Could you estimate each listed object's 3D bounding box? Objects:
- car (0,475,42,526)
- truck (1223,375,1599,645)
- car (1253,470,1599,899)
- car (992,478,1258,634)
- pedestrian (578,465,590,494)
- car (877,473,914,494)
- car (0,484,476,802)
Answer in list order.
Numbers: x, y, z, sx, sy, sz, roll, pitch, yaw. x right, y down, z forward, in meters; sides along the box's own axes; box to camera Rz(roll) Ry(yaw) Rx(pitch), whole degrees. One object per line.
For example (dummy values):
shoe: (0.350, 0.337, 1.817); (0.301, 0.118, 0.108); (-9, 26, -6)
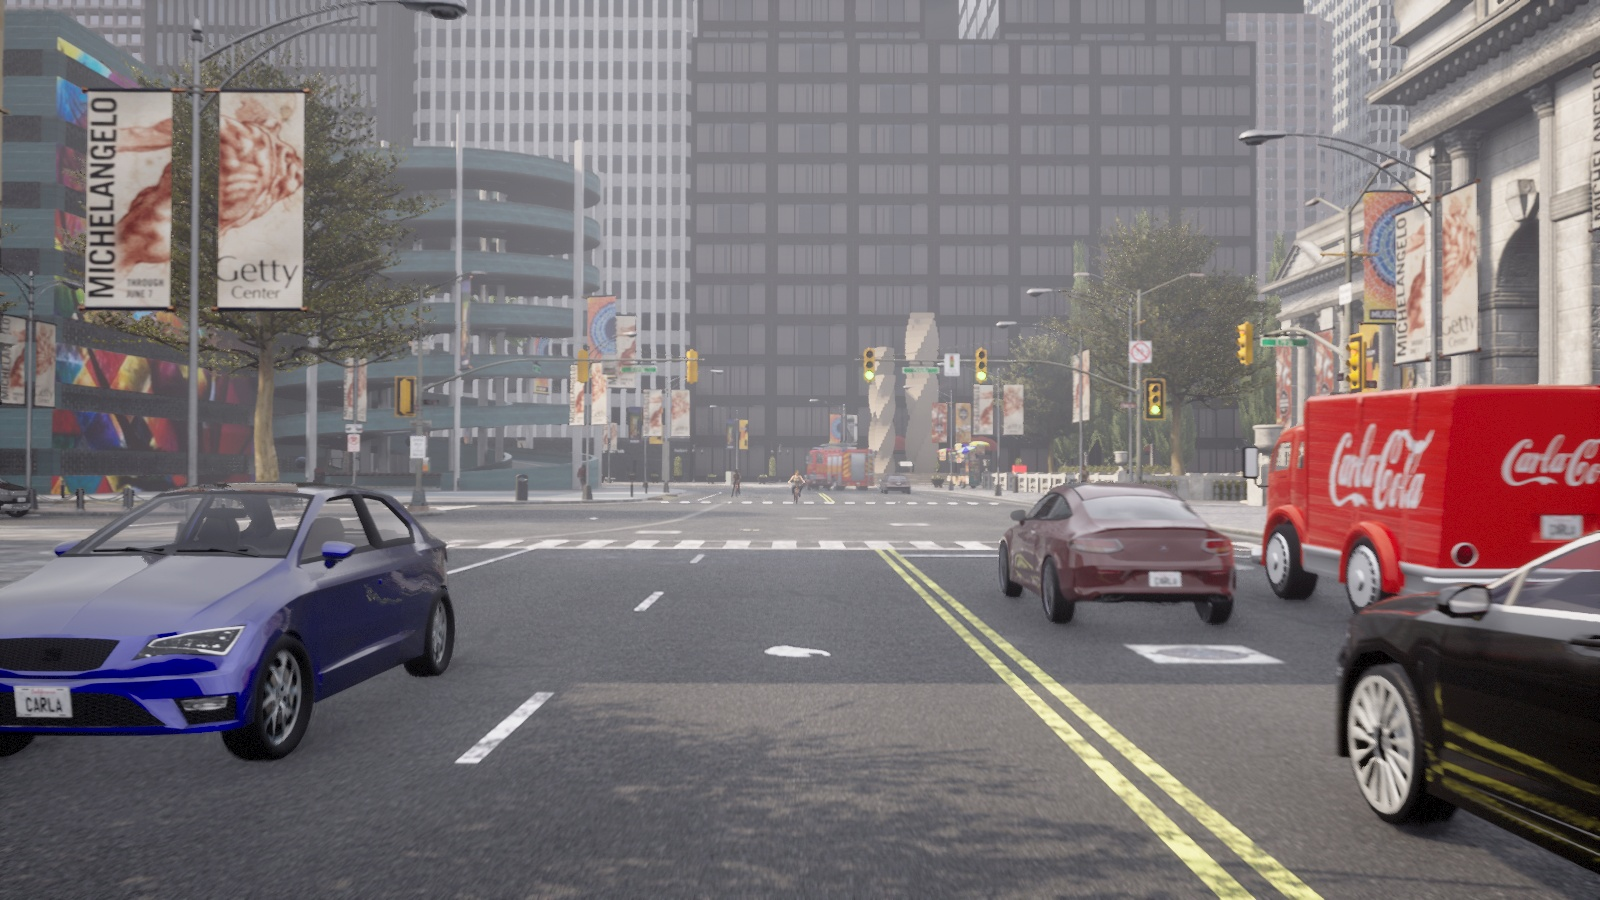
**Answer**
car: (-25.932, 1.550, 38.988); (3.705, 1.549, 1.789); (0, -1, 0)
truck: (6.968, 0.550, 14.143); (2.627, 2.467, 5.204); (0, 0, 0)
car: (3.499, 0.828, 4.218); (2.128, 1.511, 4.902); (0, -1, -1)
car: (3.466, 1.067, 14.360); (1.812, 1.442, 4.674); (0, -1, 0)
pedestrian: (-13.684, 1.860, 79.689); (0.634, 1.844, 0.899); (0, -1, -2)
car: (6.683, 2.316, 88.455); (2.033, 1.411, 5.357); (0, -1, -2)
car: (-3.585, 0.978, 8.108); (1.816, 1.474, 4.193); (0, -1, 1)
